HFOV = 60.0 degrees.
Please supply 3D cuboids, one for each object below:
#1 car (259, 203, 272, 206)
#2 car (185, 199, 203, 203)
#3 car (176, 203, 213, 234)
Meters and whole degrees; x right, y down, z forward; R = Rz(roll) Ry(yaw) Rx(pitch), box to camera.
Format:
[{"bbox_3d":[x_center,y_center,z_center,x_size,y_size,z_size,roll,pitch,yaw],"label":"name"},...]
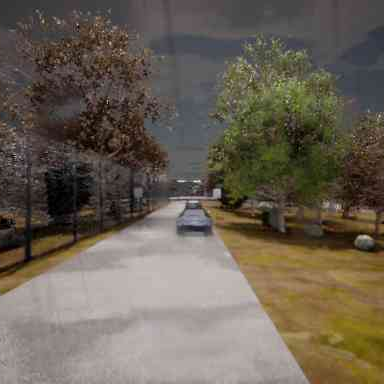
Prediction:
[{"bbox_3d":[20.020,4.401,85.057,2.435,2.045,5.566,0,1,-18],"label":"car"},{"bbox_3d":[0.177,1.519,36.796,1.812,1.442,4.674,0,0,0],"label":"car"},{"bbox_3d":[0.136,1.560,19.222,1.994,1.385,4.181,0,0,0],"label":"car"}]
